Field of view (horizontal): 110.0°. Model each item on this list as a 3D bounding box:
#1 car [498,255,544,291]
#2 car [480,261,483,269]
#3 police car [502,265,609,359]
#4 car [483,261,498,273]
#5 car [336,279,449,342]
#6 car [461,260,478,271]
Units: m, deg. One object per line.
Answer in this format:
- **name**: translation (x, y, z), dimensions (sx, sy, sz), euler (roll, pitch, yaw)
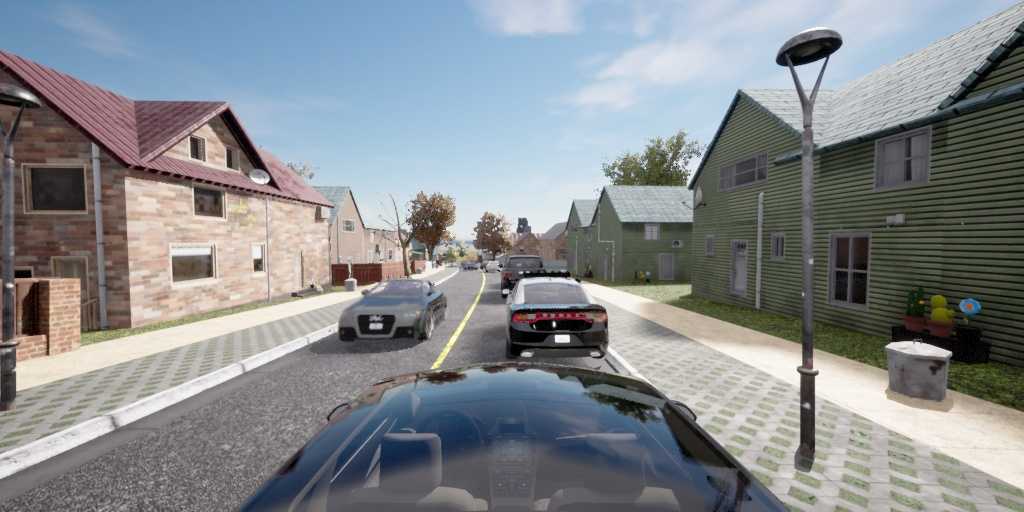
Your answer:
- **car**: translation (0.520, 0.987, 18.528), dimensions (2.150, 2.045, 5.566), euler (0, 0, -2)
- **car**: translation (-4.421, 1.508, 61.482), dimensions (1.812, 1.442, 4.674), euler (0, 0, -9)
- **police car**: translation (0.799, 1.174, 8.547), dimensions (1.930, 1.638, 5.238), euler (0, 0, -1)
- **car**: translation (-2.540, 1.410, 47.603), dimensions (1.812, 1.442, 4.674), euler (0, 0, -6)
- **car**: translation (-2.943, 1.316, 9.660), dimensions (1.994, 1.385, 4.181), euler (0, 0, -1)
- **car**: translation (-6.110, 1.499, 52.586), dimensions (1.994, 1.385, 4.181), euler (0, 0, -7)
